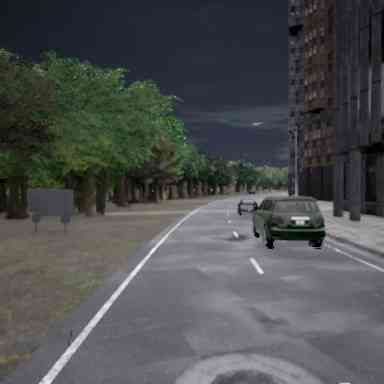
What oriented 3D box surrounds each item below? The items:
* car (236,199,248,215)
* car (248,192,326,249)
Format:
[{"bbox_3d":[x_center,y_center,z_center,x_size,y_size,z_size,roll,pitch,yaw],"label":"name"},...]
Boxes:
[{"bbox_3d":[5.316,1.390,31.921,2.128,1.511,4.902,0,0,6],"label":"car"},{"bbox_3d":[4.022,1.186,14.641,2.150,2.045,5.566,0,0,3],"label":"car"}]
